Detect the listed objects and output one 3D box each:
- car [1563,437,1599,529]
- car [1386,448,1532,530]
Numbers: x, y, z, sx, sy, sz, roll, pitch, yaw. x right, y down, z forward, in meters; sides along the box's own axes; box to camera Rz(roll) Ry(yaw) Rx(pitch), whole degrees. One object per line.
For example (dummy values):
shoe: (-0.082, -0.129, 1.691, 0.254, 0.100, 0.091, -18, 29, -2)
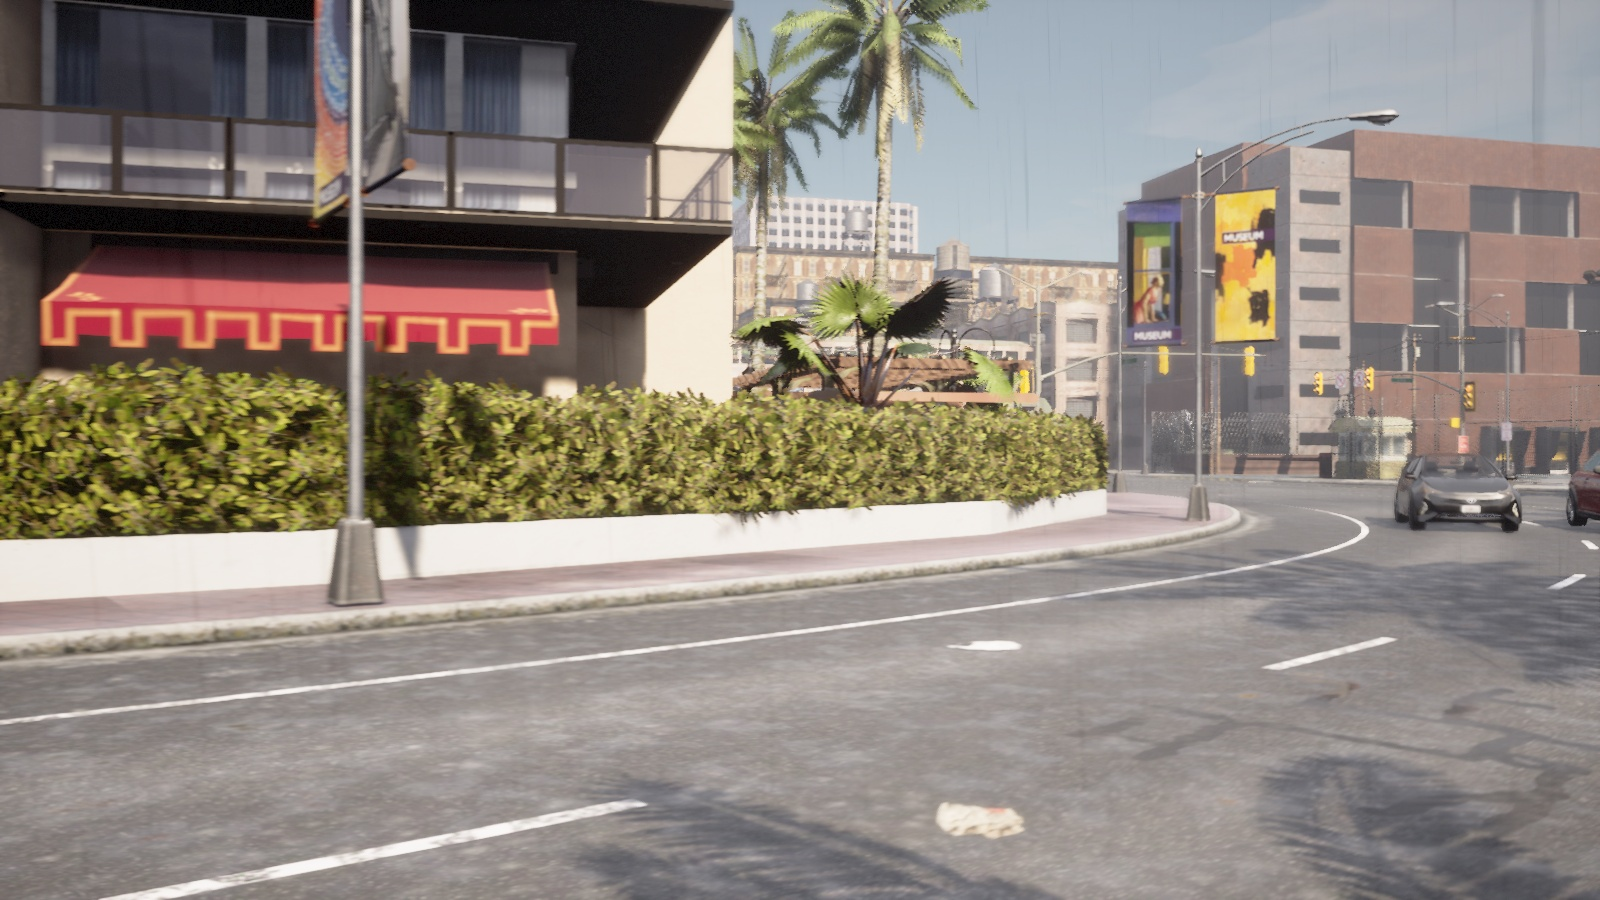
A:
car: (16.623, 0.634, 24.456, 2.097, 1.767, 4.553, 0, 0, 19)
car: (13.387, 0.734, 25.774, 2.007, 1.525, 4.514, 0, 0, 19)
